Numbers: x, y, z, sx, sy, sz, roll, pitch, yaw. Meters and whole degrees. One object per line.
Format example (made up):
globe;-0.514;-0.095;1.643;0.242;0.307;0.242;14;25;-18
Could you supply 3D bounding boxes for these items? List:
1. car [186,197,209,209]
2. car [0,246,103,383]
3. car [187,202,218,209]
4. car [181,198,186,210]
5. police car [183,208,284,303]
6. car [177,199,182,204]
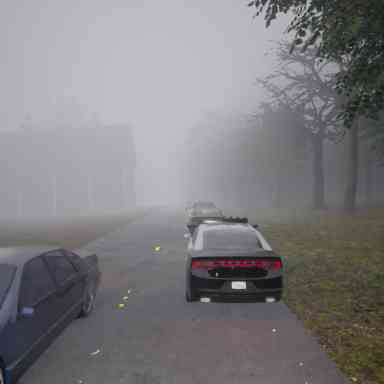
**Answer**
car;0.811;1.453;24.282;2.097;1.767;4.553;0;0;0
car;-2.754;1.551;4.687;2.033;1.411;5.357;0;0;0
car;0.815;1.536;18.309;1.882;1.535;5.008;0;0;0
car;0.004;1.838;45.679;2.033;1.411;5.357;0;-1;0
police car;0.820;1.439;8.416;1.930;1.638;5.238;0;0;0
car;-2.792;2.496;86.453;1.994;1.385;4.181;0;-1;0
